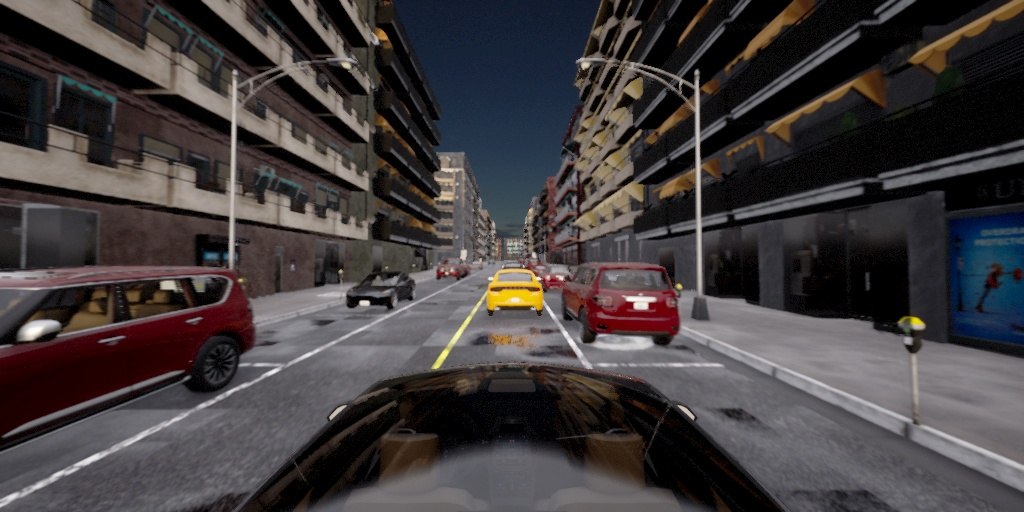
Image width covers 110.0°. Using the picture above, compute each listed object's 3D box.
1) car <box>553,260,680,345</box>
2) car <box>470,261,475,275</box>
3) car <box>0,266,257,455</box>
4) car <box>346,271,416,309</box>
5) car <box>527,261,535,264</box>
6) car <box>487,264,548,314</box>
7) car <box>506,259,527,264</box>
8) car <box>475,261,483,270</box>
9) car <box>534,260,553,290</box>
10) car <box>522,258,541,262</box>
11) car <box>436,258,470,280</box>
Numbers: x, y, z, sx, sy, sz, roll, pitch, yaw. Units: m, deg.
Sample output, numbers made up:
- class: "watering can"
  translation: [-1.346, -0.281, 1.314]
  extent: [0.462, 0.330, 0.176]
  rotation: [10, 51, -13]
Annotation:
- class: "car"
  translation: [2.537, 1.071, 9.491]
  extent: [2.192, 1.841, 5.009]
  rotation: [0, 0, 0]
- class: "car"
  translation: [-5.303, 1.355, 37.205]
  extent: [1.888, 1.381, 4.507]
  rotation: [0, 0, 0]
- class: "car"
  translation: [-5.313, 1.067, 4.023]
  extent: [2.192, 1.841, 5.009]
  rotation: [0, 0, 0]
- class: "car"
  translation: [-5.310, 1.329, 15.085]
  extent: [1.948, 1.339, 4.313]
  rotation: [0, 0, 0]
- class: "car"
  translation: [2.544, 1.377, 31.616]
  extent: [1.802, 1.307, 4.207]
  rotation: [0, 0, 0]
- class: "car"
  translation: [0.104, 1.239, 13.793]
  extent: [1.882, 1.535, 5.008]
  rotation: [0, 0, 0]
- class: "car"
  translation: [0.112, 1.273, 31.807]
  extent: [1.882, 1.535, 5.008]
  rotation: [0, 0, 0]
- class: "car"
  translation: [-5.297, 1.447, 53.798]
  extent: [1.802, 1.307, 4.207]
  rotation: [0, 0, 0]
- class: "car"
  translation: [2.540, 1.212, 20.554]
  extent: [1.967, 1.591, 4.097]
  rotation: [0, 0, 0]
- class: "car"
  translation: [2.547, 1.141, 42.678]
  extent: [2.192, 1.841, 5.009]
  rotation: [0, 0, 0]
- class: "car"
  translation: [-5.304, 1.110, 31.674]
  extent: [2.192, 1.841, 5.009]
  rotation: [0, 0, 0]
